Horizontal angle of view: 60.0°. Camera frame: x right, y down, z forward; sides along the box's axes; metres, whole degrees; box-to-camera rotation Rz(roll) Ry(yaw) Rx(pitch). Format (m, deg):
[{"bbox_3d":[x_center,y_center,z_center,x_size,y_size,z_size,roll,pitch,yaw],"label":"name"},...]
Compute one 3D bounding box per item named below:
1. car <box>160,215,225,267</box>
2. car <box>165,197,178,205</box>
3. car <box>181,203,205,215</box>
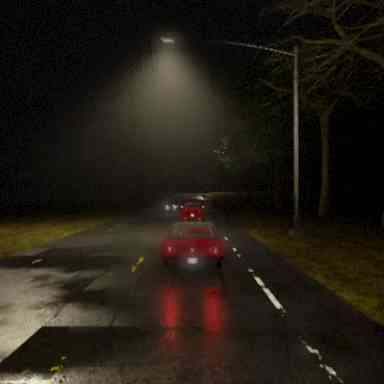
[{"bbox_3d":[0.039,1.706,11.778,1.895,1.301,4.718,0,0,1],"label":"car"},{"bbox_3d":[-3.537,1.614,58.111,1.994,1.385,4.181,0,1,1],"label":"car"},{"bbox_3d":[0.057,1.654,28.548,1.882,1.535,5.008,0,0,0],"label":"car"}]
